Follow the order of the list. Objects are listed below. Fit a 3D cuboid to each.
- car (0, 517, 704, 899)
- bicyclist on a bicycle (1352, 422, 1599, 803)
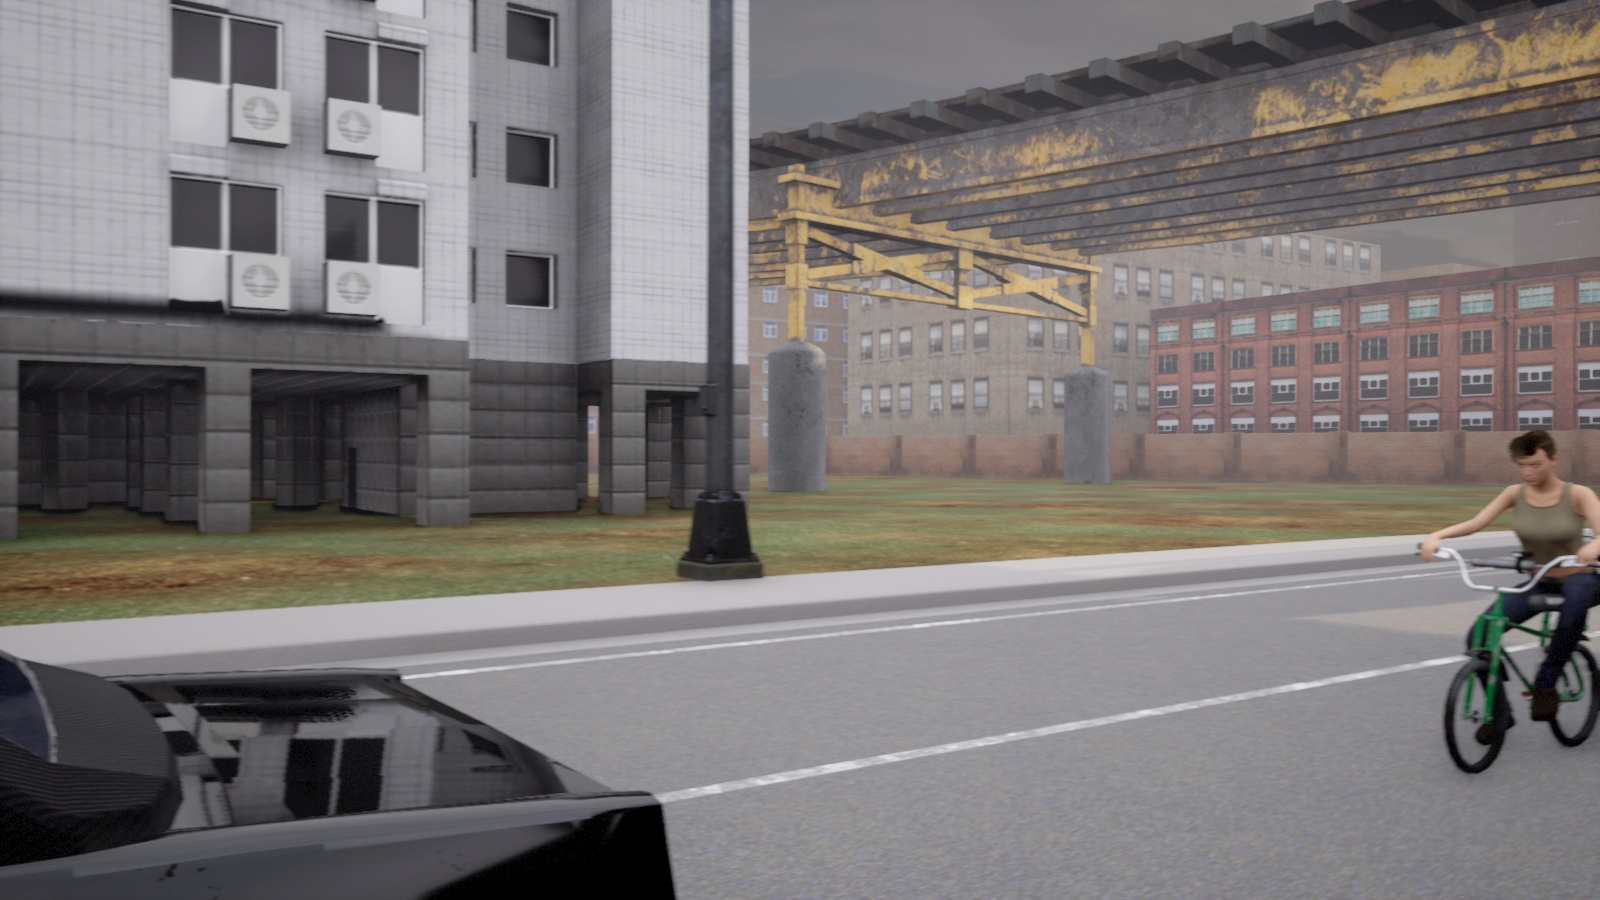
[{"bbox_3d":[-2.661,0.855,1.784,4.718,1.301,1.895,0,0,-34],"label":"car"},{"bbox_3d":[3.515,0.689,6.097,1.509,1.612,0.866,0,0,-35],"label":"bicyclist on a bicycle"}]
